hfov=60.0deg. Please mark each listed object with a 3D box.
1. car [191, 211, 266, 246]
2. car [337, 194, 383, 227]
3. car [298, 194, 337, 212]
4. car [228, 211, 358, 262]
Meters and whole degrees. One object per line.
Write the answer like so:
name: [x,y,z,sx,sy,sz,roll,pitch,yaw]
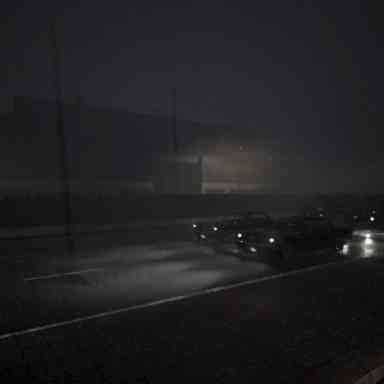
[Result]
car: [2.292,1.586,15.417,4.718,1.301,1.895,0,0,-35]
car: [12.597,1.212,22.643,5.566,2.045,2.150,0,0,-35]
car: [10.563,1.212,25.491,5.566,2.045,2.150,0,0,-35]
car: [3.822,1.587,12.213,4.718,1.301,1.895,0,0,-35]
